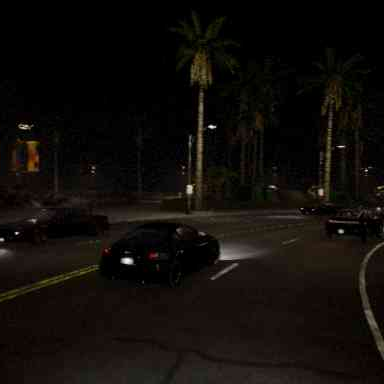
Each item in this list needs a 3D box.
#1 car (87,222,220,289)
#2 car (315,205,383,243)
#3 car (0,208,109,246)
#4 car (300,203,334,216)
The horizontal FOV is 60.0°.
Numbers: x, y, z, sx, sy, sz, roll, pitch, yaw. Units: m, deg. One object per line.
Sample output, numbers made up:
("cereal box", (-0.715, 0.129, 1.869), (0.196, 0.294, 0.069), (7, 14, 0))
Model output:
("car", (-0.676, 1.553, 9.388), (1.994, 1.385, 4.181), (1, 0, 23))
("car", (8.522, 1.639, 17.307), (2.128, 1.511, 4.902), (1, 0, 41))
("car", (-6.023, 1.445, 15.030), (2.033, 1.411, 5.357), (1, 0, 27))
("car", (13.507, 1.835, 34.545), (4.718, 1.301, 1.895), (1, 0, -30))
